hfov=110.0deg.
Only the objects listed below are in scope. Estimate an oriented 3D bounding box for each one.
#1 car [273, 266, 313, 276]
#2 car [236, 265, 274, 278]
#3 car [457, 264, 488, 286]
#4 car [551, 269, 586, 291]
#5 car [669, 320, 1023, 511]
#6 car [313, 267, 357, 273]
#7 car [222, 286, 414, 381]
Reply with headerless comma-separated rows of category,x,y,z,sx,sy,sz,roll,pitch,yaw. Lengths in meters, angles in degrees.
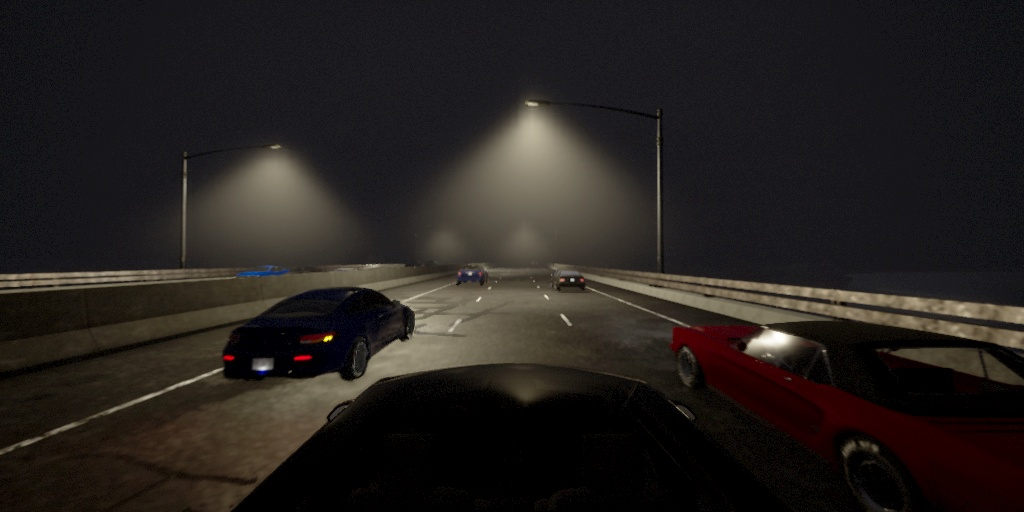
car,-17.341,1.605,30.099,1.812,1.442,4.674,0,-1,1
car,-20.841,1.560,30.381,1.882,1.535,5.008,0,-1,1
car,-3.161,1.427,29.402,2.097,1.767,4.553,0,-1,1
car,3.764,1.566,24.664,2.033,1.411,5.357,0,-1,1
car,3.586,1.377,4.001,1.895,1.301,4.718,0,-1,0
car,-13.860,1.673,29.410,1.895,1.301,4.718,0,-1,1
car,-3.395,1.334,7.214,1.812,1.442,4.674,0,-1,0
